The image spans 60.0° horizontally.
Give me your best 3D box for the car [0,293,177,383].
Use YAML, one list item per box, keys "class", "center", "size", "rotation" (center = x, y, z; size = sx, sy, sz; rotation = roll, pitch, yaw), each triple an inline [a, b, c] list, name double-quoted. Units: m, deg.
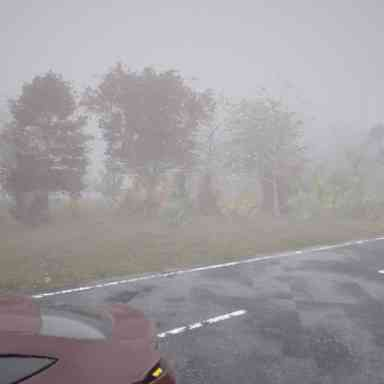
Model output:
- class: "car"
  center: [-2.291, 1.526, 2.053]
  size: [4.674, 1.442, 1.812]
  rotation: [0, 0, -35]
